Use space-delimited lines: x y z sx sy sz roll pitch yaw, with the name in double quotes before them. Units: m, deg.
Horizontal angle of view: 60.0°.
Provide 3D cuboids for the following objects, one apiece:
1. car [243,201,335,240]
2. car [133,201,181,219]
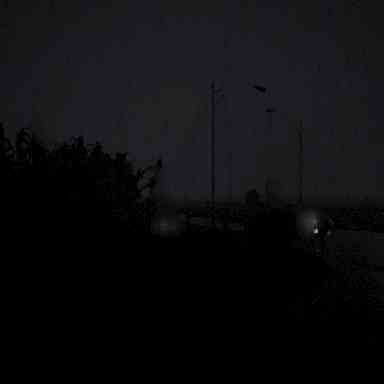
"car" 4.880 1.310 17.048 2.097 1.767 4.553 0 0 -40
"car" -3.022 1.465 27.645 2.033 1.411 5.357 0 0 -35
